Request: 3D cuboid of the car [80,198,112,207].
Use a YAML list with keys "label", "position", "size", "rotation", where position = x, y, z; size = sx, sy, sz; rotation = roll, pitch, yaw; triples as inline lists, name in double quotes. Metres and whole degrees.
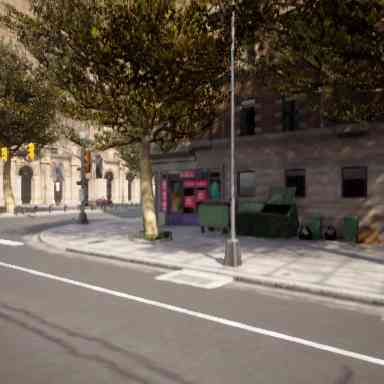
- label: "car"
  position: [-14.671, 1.560, 51.104]
  size: [1.895, 1.301, 4.718]
  rotation: [0, 0, 36]
